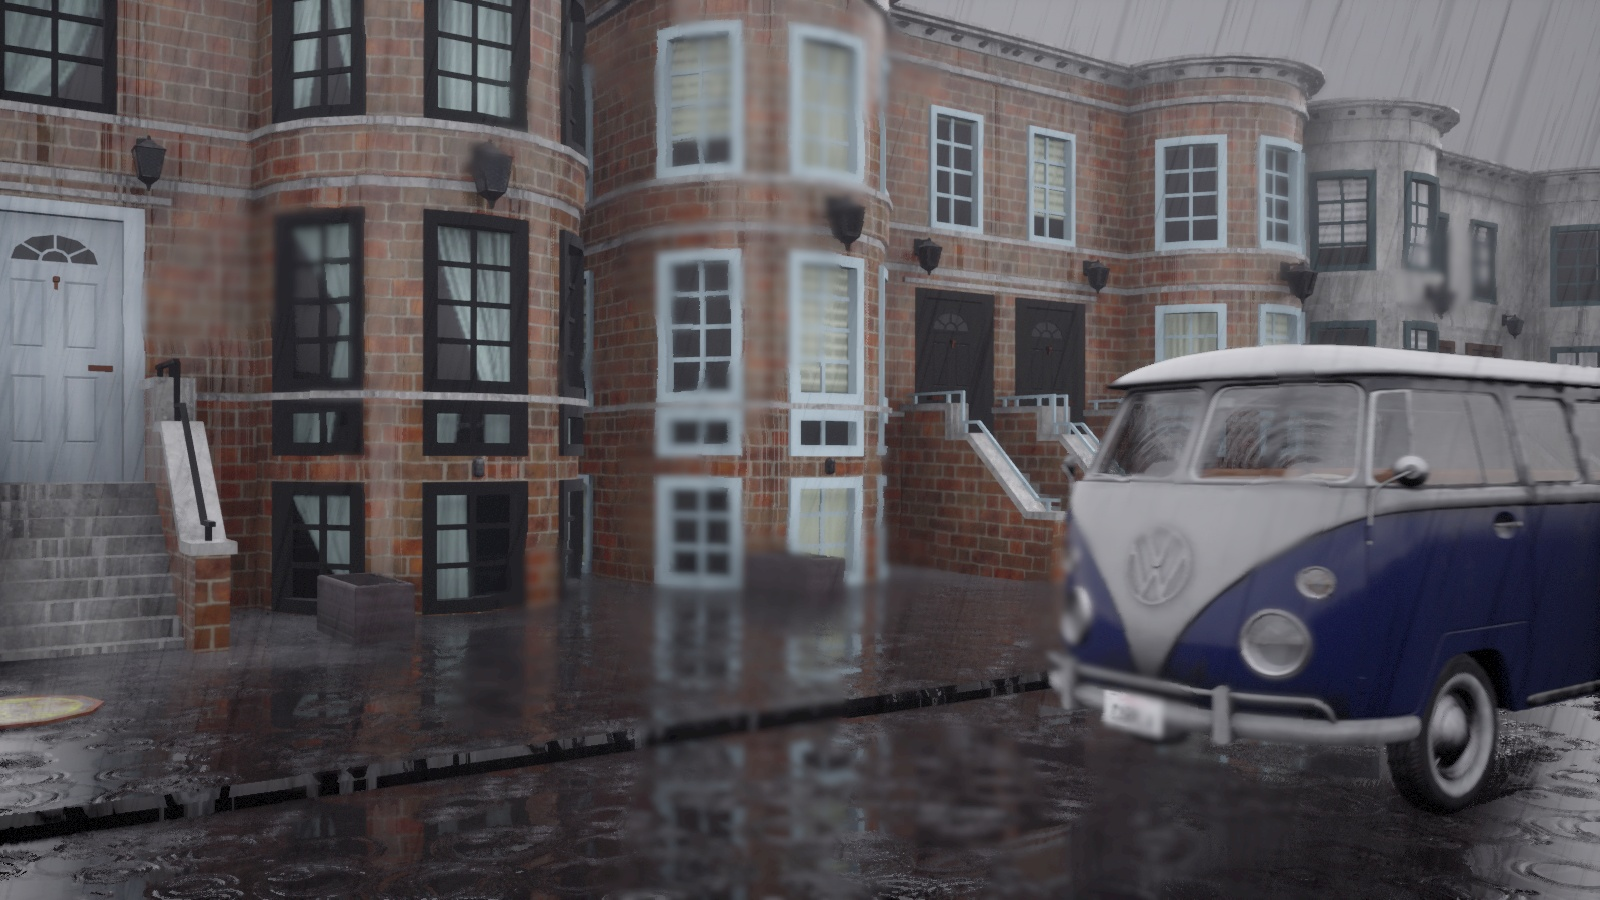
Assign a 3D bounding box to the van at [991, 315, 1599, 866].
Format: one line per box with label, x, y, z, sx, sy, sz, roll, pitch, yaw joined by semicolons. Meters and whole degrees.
van;3.243;0.506;6.528;4.442;1.987;1.775;0;0;-35
